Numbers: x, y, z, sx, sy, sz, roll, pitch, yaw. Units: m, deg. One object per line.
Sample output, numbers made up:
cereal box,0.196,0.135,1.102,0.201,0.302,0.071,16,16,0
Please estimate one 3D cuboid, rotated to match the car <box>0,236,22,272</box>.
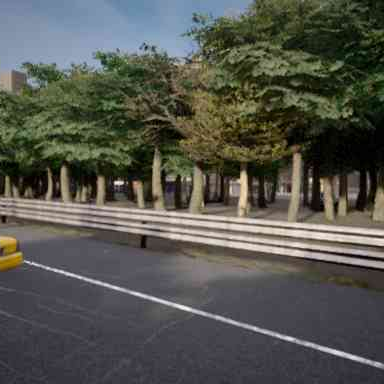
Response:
car,-6.523,1.164,7.598,5.366,1.575,1.801,2,2,18
